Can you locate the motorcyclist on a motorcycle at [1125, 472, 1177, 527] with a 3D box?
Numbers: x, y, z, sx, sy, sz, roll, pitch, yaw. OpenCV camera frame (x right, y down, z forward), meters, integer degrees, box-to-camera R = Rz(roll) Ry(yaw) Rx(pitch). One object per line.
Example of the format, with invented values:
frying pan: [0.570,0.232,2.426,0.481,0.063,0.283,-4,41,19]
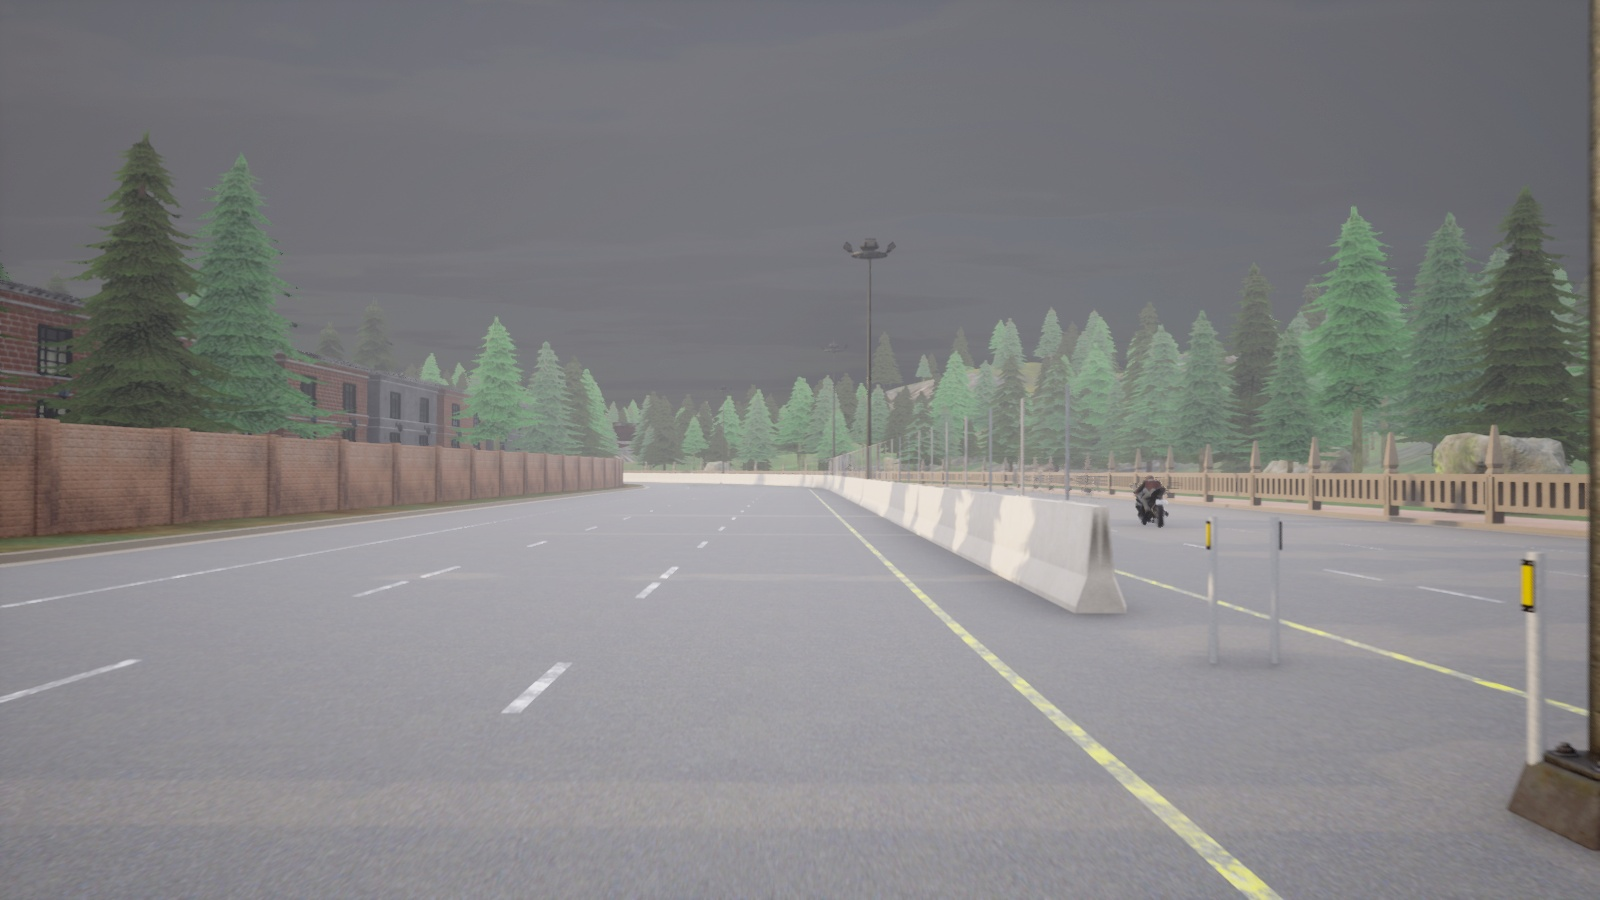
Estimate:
motorcyclist on a motorcycle: [10.126,1.415,36.294,0.866,1.530,2.191,0,-1,0]
